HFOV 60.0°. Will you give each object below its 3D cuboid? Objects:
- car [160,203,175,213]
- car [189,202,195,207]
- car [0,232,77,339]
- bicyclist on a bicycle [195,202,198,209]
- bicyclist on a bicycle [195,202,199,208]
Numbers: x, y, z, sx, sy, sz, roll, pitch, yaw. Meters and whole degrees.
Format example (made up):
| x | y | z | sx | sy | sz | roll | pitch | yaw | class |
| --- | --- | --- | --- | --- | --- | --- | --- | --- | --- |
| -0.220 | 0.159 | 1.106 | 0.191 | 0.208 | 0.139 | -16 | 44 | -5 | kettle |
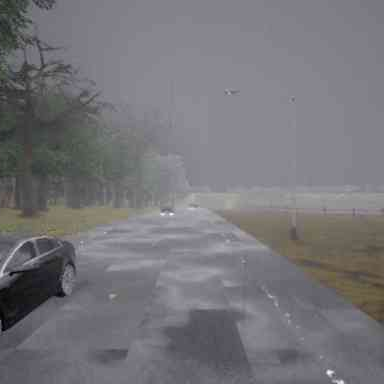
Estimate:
| x | y | z | sx | sy | sz | roll | pitch | yaw | class |
| --- | --- | --- | --- | --- | --- | --- | --- | --- | --- |
| -3.554 | 2.354 | 49.070 | 2.033 | 1.411 | 5.357 | 0 | -1 | 0 | car |
| 0.023 | 3.630 | 94.479 | 1.837 | 1.490 | 4.892 | 0 | -2 | 0 | car |
| -3.599 | 1.529 | 5.891 | 2.128 | 1.511 | 4.902 | 0 | 0 | 0 | car |
| 0.982 | 3.079 | 76.605 | 0.582 | 1.620 | 1.656 | 0 | -2 | 0 | bicyclist on a bicycle |
| 0.976 | 2.773 | 67.975 | 0.866 | 1.612 | 1.509 | 0 | -2 | 0 | bicyclist on a bicycle |
